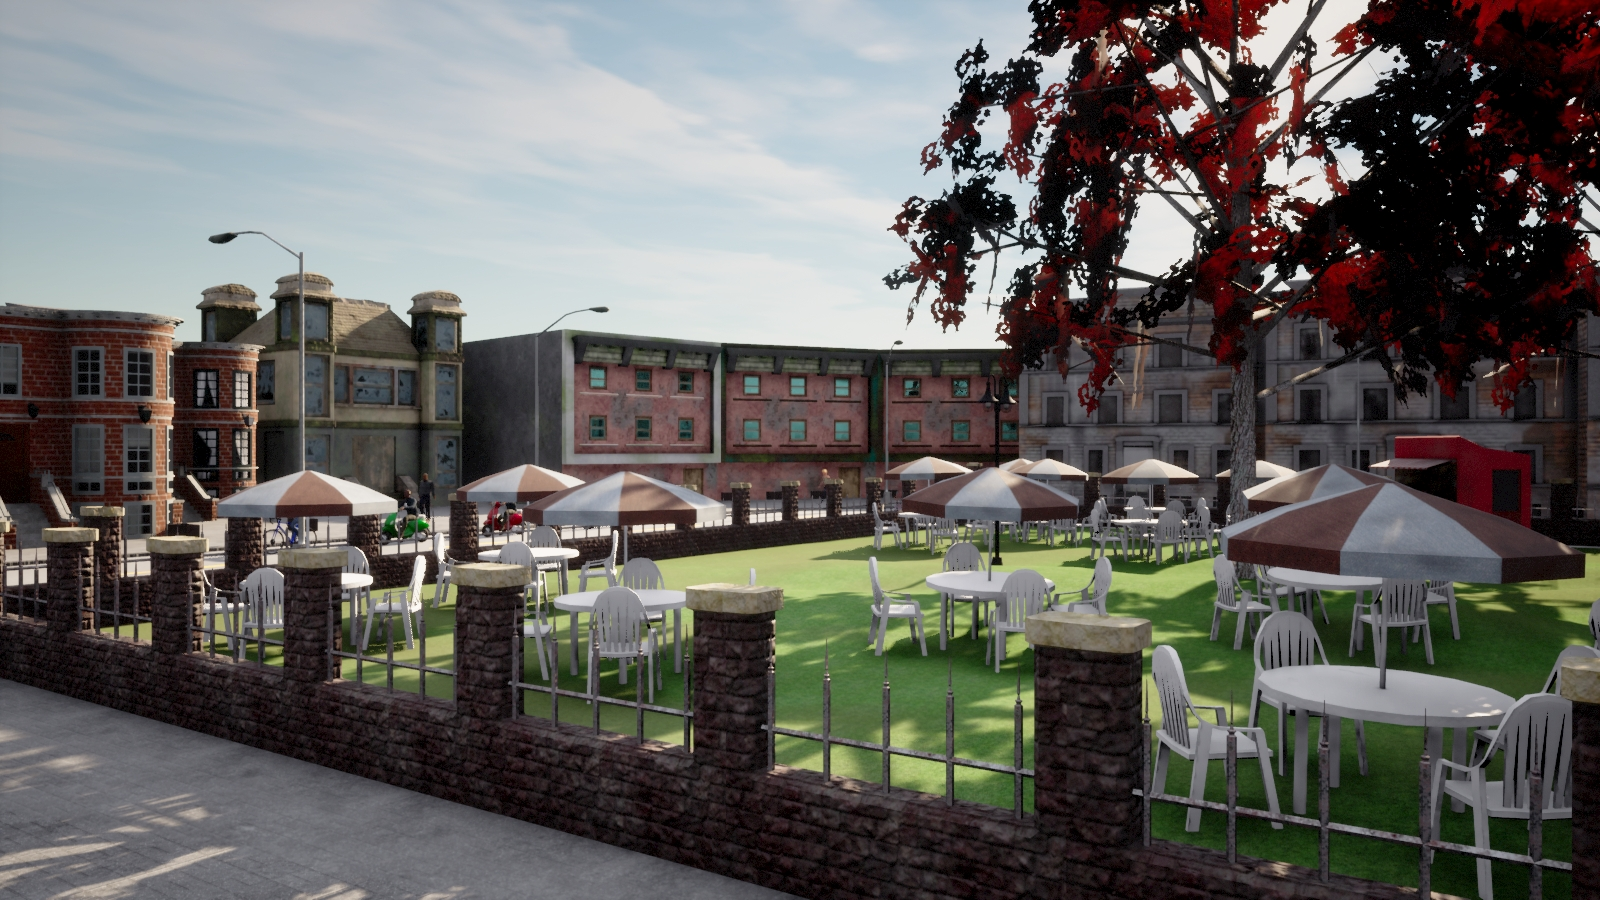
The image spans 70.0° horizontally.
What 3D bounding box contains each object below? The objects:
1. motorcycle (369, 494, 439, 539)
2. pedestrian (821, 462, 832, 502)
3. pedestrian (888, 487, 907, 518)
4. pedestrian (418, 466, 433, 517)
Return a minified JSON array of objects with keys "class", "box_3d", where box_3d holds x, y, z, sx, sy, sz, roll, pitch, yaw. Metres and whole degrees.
[{"class":"motorcycle","box_3d":[-11.759,1.950,33.969,0.856,1.236,1.805,0,0,35]},{"class":"pedestrian","box_3d":[1.250,1.513,54.208,0.375,1.860,0.375,0,0,-37]},{"class":"pedestrian","box_3d":[3.541,1.894,41.467,0.500,1.100,0.500,0,0,-34]},{"class":"pedestrian","box_3d":[-13.732,1.514,41.928,0.375,1.860,0.375,0,0,14]}]
